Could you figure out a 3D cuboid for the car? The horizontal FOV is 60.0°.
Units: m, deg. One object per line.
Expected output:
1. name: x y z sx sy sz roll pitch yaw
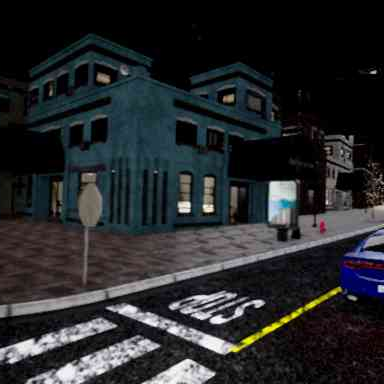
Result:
1. car: 5.016 1.588 7.576 1.882 1.535 5.008 1 -1 42
